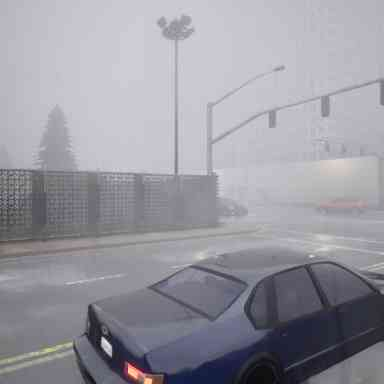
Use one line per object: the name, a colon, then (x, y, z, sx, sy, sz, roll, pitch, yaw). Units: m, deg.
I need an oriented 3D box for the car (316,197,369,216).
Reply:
car: (14.382, 1.295, 32.102, 4.553, 1.767, 2.097, 0, 0, 44)

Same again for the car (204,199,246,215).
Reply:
car: (3.355, 1.470, 34.713, 1.812, 1.442, 4.674, 0, 0, -35)

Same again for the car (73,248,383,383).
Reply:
car: (1.228, 1.547, 4.674, 5.357, 1.411, 2.033, 0, 0, -35)

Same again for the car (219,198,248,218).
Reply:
car: (2.809, 1.298, 29.437, 2.097, 1.767, 4.553, 0, 0, -35)
